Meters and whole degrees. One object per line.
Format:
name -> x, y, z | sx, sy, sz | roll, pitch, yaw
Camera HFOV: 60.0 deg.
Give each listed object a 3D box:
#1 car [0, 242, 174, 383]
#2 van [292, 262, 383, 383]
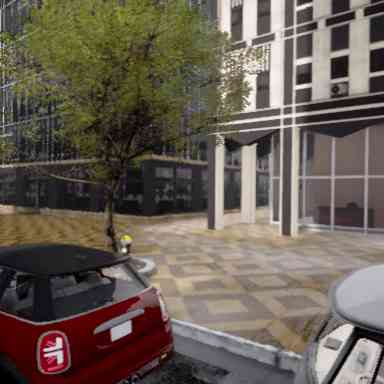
car -> -2.296, 1.421, 4.505 | 4.097, 1.590, 1.967 | 0, 1, 36
van -> 2.329, 1.347, 1.201 | 3.998, 1.788, 1.690 | 0, 1, 36
